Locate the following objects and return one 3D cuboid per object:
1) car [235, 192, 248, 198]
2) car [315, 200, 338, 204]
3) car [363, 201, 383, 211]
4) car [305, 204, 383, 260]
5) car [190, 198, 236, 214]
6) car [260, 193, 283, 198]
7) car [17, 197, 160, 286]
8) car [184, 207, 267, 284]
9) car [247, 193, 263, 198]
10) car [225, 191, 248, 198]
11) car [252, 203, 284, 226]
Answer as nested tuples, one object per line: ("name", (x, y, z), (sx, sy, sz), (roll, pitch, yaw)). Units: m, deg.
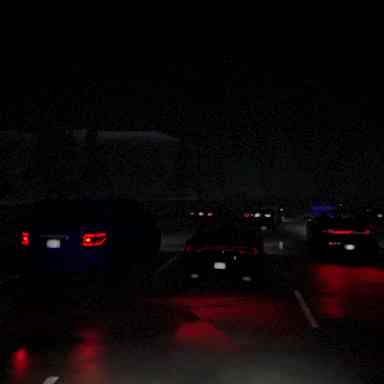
("car", (11.157, 1.175, 64.645), (4.674, 1.442, 1.812), (0, 0, -39))
("car", (10.505, 1.337, 25.885), (1.882, 1.535, 5.008), (0, 0, 27))
("car", (13.614, 1.393, 24.288), (1.812, 1.442, 4.674), (0, 0, 27))
("car", (5.337, 1.423, 12.282), (2.128, 1.511, 4.902), (0, 0, 15))
("car", (1.564, 1.420, 23.373), (2.033, 1.411, 5.357), (0, 0, 23))
("car", (14.701, 1.283, 58.569), (4.718, 1.301, 1.895), (0, 0, -39))
("car", (-2.489, 1.166, 9.509), (2.150, 2.045, 5.566), (0, 0, 8))
("car", (1.109, 1.425, 9.630), (1.882, 1.535, 5.008), (0, 1, 12))
("car", (13.011, 1.017, 61.671), (4.553, 1.767, 2.097), (0, 0, -39))
("car", (9.305, 0.857, 67.719), (5.566, 2.045, 2.150), (0, 0, -40))
("car", (4.890, 1.426, 22.266), (2.033, 1.411, 5.357), (0, 0, 23))
